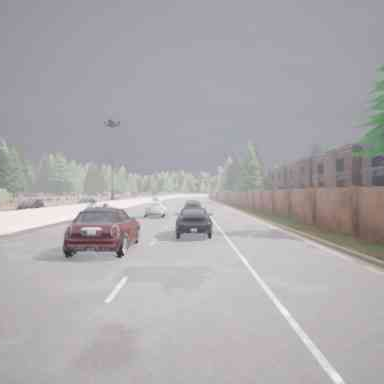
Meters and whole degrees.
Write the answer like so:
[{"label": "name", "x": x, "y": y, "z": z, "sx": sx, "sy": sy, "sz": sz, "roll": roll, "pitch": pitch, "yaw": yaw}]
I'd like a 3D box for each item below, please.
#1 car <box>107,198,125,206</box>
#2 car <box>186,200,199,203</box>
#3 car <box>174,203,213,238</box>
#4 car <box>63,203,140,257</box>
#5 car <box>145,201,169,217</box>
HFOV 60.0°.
[{"label": "car", "x": -14.009, "y": 1.806, "z": 61.466, "sx": 2.033, "sy": 1.411, "sz": 5.357, "roll": 0, "pitch": 0, "yaw": 0}, {"label": "car", "x": 0.093, "y": 1.633, "z": 36.228, "sx": 1.837, "sy": 1.490, "sz": 4.892, "roll": 0, "pitch": 0, "yaw": 0}, {"label": "car", "x": 0.099, "y": 1.570, "z": 18.201, "sx": 1.837, "sy": 1.490, "sz": 4.892, "roll": 0, "pitch": 0, "yaw": 0}, {"label": "car", "x": -3.398, "y": 1.399, "z": 13.356, "sx": 2.097, "sy": 1.767, "sz": 4.553, "roll": 0, "pitch": 0, "yaw": 0}, {"label": "car", "x": -3.417, "y": 1.639, "z": 32.190, "sx": 1.812, "sy": 1.442, "sz": 4.674, "roll": 0, "pitch": 0, "yaw": 0}]
